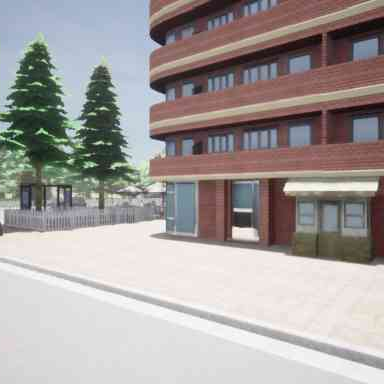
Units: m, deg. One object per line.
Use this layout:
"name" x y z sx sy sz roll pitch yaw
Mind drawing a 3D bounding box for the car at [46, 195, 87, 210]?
"car" -16.023 1.297 42.707 2.097 1.767 4.553 0 0 38

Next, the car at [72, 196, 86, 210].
"car" -14.673 1.508 38.774 1.994 1.385 4.181 0 0 38
